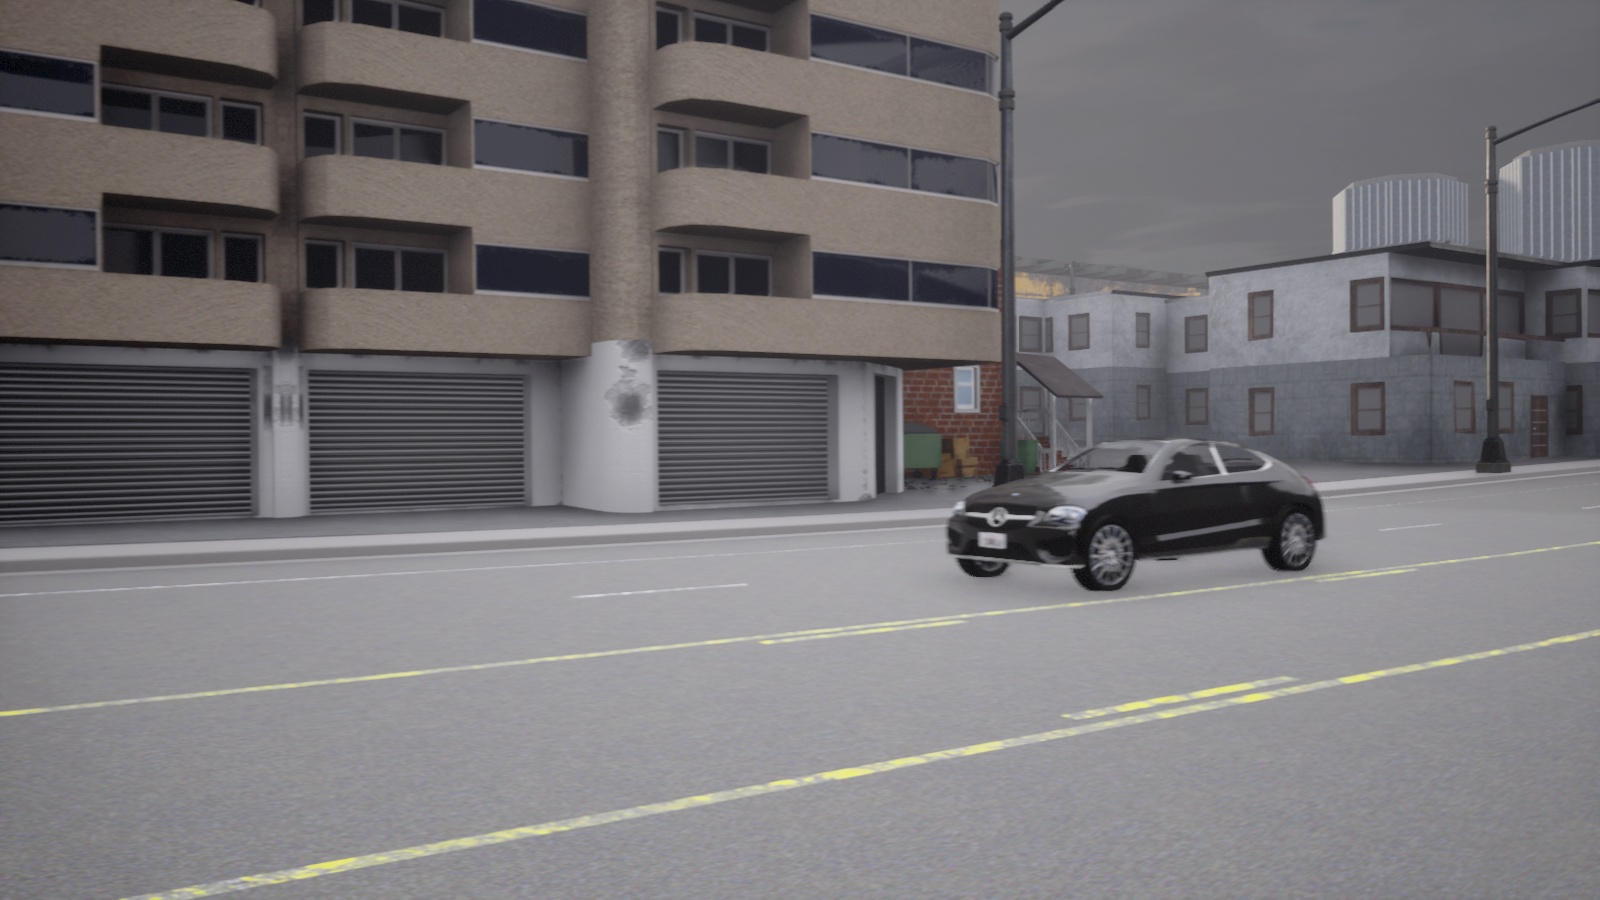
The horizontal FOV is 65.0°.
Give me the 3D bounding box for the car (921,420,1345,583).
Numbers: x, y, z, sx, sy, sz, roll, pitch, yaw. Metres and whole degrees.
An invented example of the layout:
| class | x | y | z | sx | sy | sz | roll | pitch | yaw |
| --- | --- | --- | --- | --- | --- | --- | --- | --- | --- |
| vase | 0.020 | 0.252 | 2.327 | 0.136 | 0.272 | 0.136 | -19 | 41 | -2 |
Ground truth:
| class | x | y | z | sx | sy | sz | roll | pitch | yaw |
| --- | --- | --- | --- | --- | --- | --- | --- | --- | --- |
| car | 4.076 | 0.493 | 15.026 | 5.027 | 1.651 | 2.152 | -1 | 0 | -35 |
